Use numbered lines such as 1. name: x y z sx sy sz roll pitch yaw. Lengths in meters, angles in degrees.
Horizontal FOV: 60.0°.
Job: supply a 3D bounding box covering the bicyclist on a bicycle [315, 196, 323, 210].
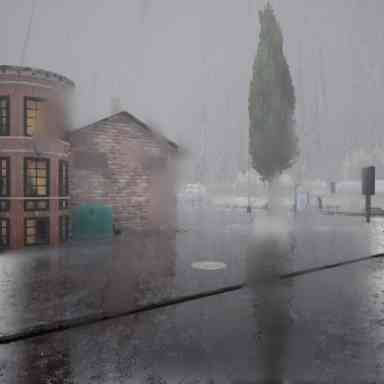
1. bicyclist on a bicycle: 15.350 1.349 40.171 1.656 1.620 0.582 0 0 -36
